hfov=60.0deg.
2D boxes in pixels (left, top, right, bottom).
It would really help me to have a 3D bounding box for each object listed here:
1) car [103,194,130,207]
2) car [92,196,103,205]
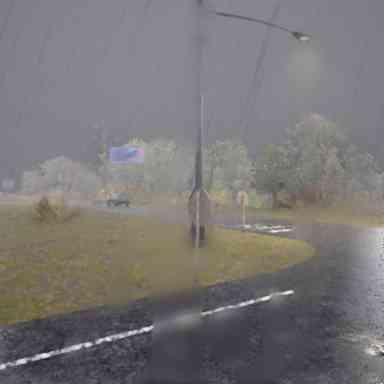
[{"bbox_3d":[-11.890,1.280,53.483,2.150,2.045,5.566,1,0,-33],"label":"car"},{"bbox_3d":[-16.671,1.536,60.620,2.128,1.511,4.902,1,0,-34],"label":"car"}]
